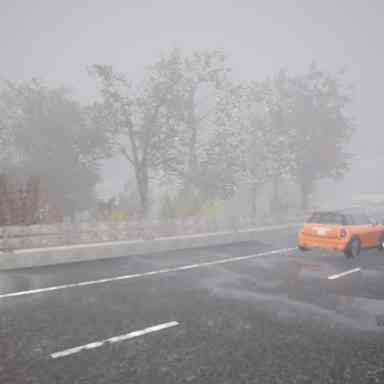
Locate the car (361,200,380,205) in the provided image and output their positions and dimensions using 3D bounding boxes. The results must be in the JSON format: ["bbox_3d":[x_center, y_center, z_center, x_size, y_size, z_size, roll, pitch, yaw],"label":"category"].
[{"bbox_3d":[38.915,2.445,73.694,2.097,1.767,4.553,0,-1,7],"label":"car"}]

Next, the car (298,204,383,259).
[{"bbox_3d":[6.370,1.553,13.799,4.553,1.767,2.097,1,-1,-42],"label":"car"}]

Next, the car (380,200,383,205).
[{"bbox_3d":[42.367,2.586,73.129,1.882,1.535,5.008,0,-1,7],"label":"car"}]
